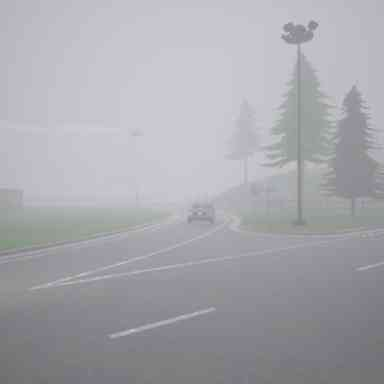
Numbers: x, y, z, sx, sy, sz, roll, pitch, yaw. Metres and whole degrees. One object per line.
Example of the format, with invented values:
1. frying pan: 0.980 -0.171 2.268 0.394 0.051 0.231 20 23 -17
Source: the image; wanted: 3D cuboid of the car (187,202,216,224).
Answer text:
1. car: 0.737 1.459 24.031 2.033 1.411 5.357 0 0 5
